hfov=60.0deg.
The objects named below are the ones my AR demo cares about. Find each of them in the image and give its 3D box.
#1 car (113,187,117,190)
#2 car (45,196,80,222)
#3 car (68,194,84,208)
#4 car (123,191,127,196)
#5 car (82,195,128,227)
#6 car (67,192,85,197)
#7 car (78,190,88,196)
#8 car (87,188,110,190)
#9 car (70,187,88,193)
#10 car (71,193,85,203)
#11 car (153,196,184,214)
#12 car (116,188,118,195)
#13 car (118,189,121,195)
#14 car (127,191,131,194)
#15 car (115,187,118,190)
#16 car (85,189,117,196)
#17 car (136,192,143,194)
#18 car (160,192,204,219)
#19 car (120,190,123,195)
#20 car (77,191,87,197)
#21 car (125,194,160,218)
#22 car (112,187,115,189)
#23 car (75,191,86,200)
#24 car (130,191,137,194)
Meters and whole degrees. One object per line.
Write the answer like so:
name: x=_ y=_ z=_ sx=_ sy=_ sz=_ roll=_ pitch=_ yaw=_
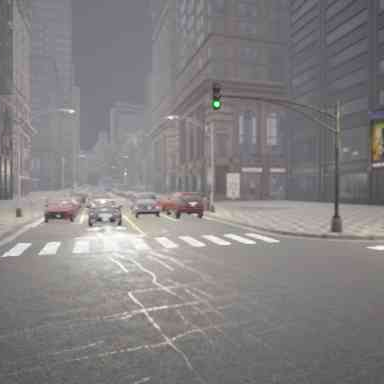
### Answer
car: x=-18.164 y=0.133 z=83.267 sx=1.947 sy=1.339 sz=4.313 roll=1 pitch=1 yaw=-17
car: x=-8.792 y=1.189 z=22.446 sx=1.887 sy=1.381 sz=4.507 roll=0 pitch=1 yaw=-17
car: x=-10.387 y=1.115 z=27.751 sx=2.008 sy=1.369 sz=4.403 roll=0 pitch=1 yaw=-17
car: x=-10.192 y=0.533 z=56.736 sx=1.967 sy=1.590 sz=4.097 roll=0 pitch=1 yaw=-17
car: x=-5.386 y=1.169 z=20.386 sx=2.128 sy=1.511 sz=4.902 roll=0 pitch=1 yaw=-17
car: x=-11.981 y=1.027 z=33.057 sx=1.887 sy=1.381 sz=4.507 roll=0 pitch=1 yaw=-17
car: x=-24.733 y=0.273 z=75.502 sx=1.947 sy=1.339 sz=4.313 roll=1 pitch=1 yaw=-17
car: x=-10.894 y=0.746 z=38.758 sx=2.097 sy=1.767 sz=4.553 roll=0 pitch=1 yaw=-16
car: x=-15.166 y=0.625 z=43.665 sx=2.192 sy=1.841 sz=5.009 roll=0 pitch=1 yaw=-17
car: x=-16.762 y=0.800 z=48.974 sx=1.802 sy=1.307 sz=4.206 roll=0 pitch=1 yaw=-17
car: x=-2.222 y=1.079 z=30.206 sx=1.887 sy=1.381 sz=4.507 roll=0 pitch=1 yaw=-17
car: x=-14.975 y=0.351 z=72.656 sx=1.947 sy=1.339 sz=4.313 roll=1 pitch=1 yaw=-17
car: x=-13.381 y=0.457 z=67.350 sx=1.947 sy=1.339 sz=4.313 roll=1 pitch=1 yaw=-17
car: x=-8.599 y=0.770 z=51.431 sx=1.802 sy=1.307 sz=4.206 roll=0 pitch=1 yaw=-17
car: x=-16.618 y=0.199 z=78.124 sx=1.752 sy=1.417 sz=4.829 roll=1 pitch=1 yaw=-17
car: x=-8.023 y=0.897 z=29.165 sx=2.097 sy=1.767 sz=4.553 roll=0 pitch=1 yaw=-17
car: x=-5.410 y=0.934 z=40.818 sx=1.947 sy=1.339 sz=4.313 roll=0 pitch=1 yaw=-17
car: x=-0.627 y=0.929 z=24.898 sx=2.192 sy=1.841 sz=5.009 roll=0 pitch=1 yaw=-17
car: x=-11.787 y=0.575 z=62.044 sx=1.802 sy=1.307 sz=4.206 roll=0 pitch=1 yaw=-17
car: x=-23.139 y=0.397 z=70.197 sx=1.802 sy=1.307 sz=4.206 roll=1 pitch=1 yaw=-17
car: x=-3.732 y=1.146 z=25.811 sx=2.033 sy=1.411 sz=5.357 roll=0 pitch=1 yaw=-16
car: x=-19.806 y=-0.022 z=88.734 sx=1.752 sy=1.417 sz=4.829 roll=1 pitch=1 yaw=-17
car: x=-19.901 y=0.552 z=59.422 sx=1.752 sy=1.417 sz=4.829 roll=0 pitch=1 yaw=-17
car: x=-7.053 y=0.802 z=46.287 sx=1.752 sy=1.417 sz=4.829 roll=0 pitch=1 yaw=-17
